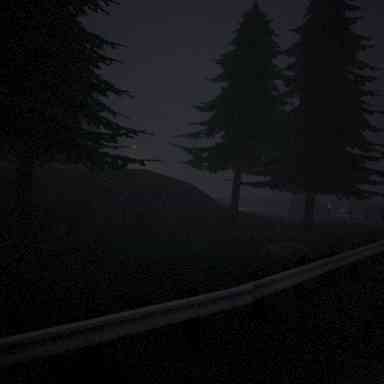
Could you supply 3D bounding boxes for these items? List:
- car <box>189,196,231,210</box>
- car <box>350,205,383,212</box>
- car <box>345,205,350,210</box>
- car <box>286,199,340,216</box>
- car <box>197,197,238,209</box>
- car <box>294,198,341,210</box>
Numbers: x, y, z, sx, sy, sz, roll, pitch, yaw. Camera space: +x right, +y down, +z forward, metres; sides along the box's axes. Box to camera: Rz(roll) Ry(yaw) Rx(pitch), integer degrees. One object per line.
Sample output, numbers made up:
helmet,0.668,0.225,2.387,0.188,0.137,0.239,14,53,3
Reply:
car,2.399,1.496,43.707,4.674,1.442,1.812,0,0,34
car,18.687,1.494,32.740,4.902,1.511,2.128,0,0,34
car,19.391,1.353,36.486,4.553,1.767,2.097,0,0,34
car,11.875,1.354,33.104,4.553,1.767,2.097,0,0,34
car,3.569,1.513,47.134,5.357,1.411,2.033,0,0,34
car,16.126,1.544,42.897,5.357,1.411,2.033,0,0,34
